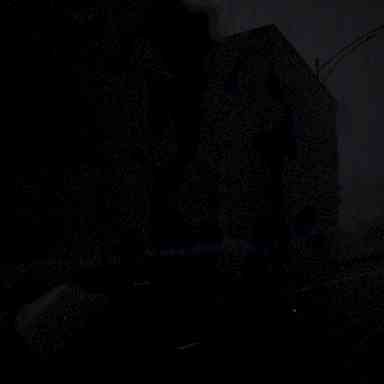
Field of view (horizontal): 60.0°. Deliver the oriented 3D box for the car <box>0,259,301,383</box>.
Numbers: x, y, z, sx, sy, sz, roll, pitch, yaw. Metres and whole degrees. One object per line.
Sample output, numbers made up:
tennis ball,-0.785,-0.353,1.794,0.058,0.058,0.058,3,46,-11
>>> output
car,-0.768,1.538,3.494,4.674,1.442,1.812,1,0,-36
